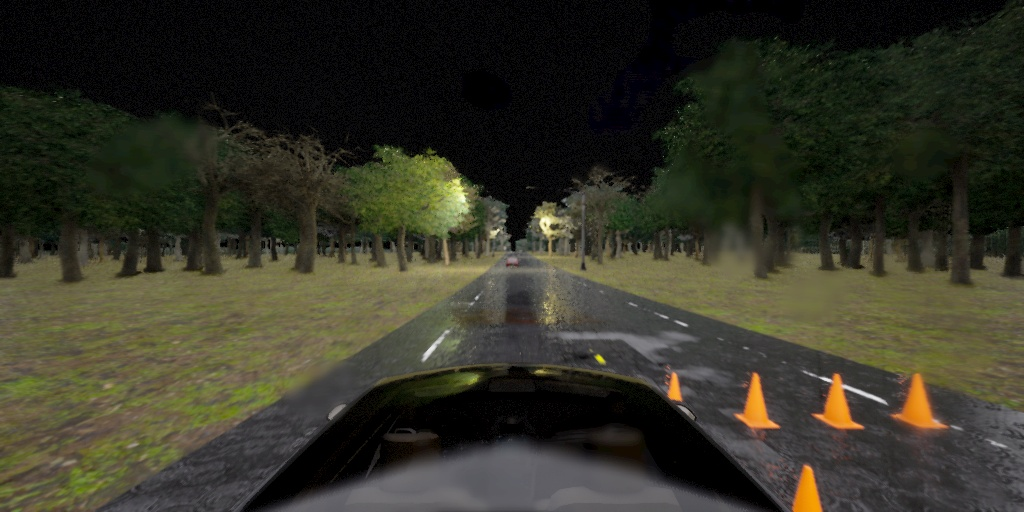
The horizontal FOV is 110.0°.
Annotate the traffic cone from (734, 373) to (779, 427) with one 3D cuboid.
[{"bbox_3d":[3.003,1.744,4.422,0.340,0.580,0.340,0,0,0],"label":"traffic cone"}]

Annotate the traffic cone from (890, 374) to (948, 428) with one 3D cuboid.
[{"bbox_3d":[5.003,1.754,4.419,0.340,0.580,0.340,0,0,0],"label":"traffic cone"}]

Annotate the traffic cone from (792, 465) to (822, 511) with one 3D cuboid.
[{"bbox_3d":[2.000,1.721,2.424,0.340,0.580,0.340,0,0,0],"label":"traffic cone"}]

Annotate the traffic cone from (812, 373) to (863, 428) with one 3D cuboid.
[{"bbox_3d":[4.003,1.749,4.421,0.340,0.580,0.340,0,0,0],"label":"traffic cone"}]

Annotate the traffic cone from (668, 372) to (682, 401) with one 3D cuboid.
[{"bbox_3d":[2.003,1.739,4.424,0.340,0.580,0.340,0,0,0],"label":"traffic cone"}]

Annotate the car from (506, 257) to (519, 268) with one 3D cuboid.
[{"bbox_3d":[0.074,0.932,53.876,1.882,1.535,5.008,0,1,0],"label":"car"}]
